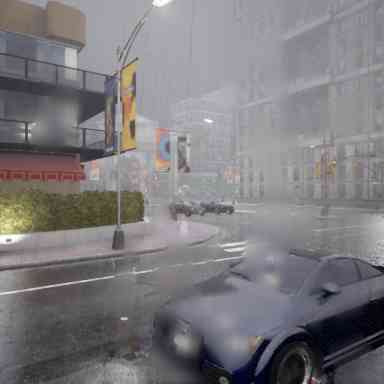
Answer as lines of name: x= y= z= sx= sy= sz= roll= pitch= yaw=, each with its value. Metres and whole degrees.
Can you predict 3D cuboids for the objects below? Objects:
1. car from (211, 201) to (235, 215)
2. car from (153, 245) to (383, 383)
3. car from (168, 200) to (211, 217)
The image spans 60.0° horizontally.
car: x=2.251 y=1.601 z=34.143 sx=1.895 sy=1.301 sz=4.718 roll=0 pitch=0 yaw=-35
car: x=1.537 y=1.563 z=4.983 sx=4.181 sy=1.385 sz=1.994 roll=0 pitch=0 yaw=-34
car: x=-0.598 y=1.526 z=32.112 sx=1.812 sy=1.442 sz=4.674 roll=0 pitch=0 yaw=-35
